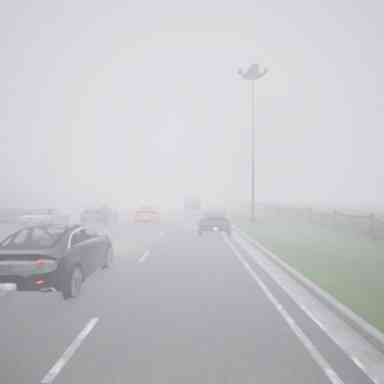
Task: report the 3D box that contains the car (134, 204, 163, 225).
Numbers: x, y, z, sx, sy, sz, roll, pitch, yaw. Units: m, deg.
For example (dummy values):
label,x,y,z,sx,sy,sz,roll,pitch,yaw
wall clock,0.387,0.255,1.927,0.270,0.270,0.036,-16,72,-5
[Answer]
label,x,y,z,sx,sy,sz,roll,pitch,yaw
car,-3.405,1.718,26.773,1.882,1.535,5.008,0,-1,0

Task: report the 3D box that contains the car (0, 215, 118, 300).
label,x,y,z,sx,sy,sz,roll,pitch,yaw
car,-3.403,1.569,8.599,2.128,1.511,4.902,0,-1,0

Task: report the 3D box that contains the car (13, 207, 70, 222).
label,x,y,z,sx,sy,sz,roll,pitch,yaw
car,-10.405,1.814,23.793,1.895,1.301,4.718,0,-1,0

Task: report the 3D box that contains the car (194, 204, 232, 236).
label,x,y,z,sx,sy,sz,roll,pitch,yaw
car,1.220,1.681,19.605,1.837,1.490,4.892,0,-1,0

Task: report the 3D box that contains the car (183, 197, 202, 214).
label,x,y,z,sx,sy,sz,roll,pitch,yaw
car,0.015,1.597,41.776,2.150,2.045,5.566,0,0,0

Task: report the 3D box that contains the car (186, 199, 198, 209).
label,x,y,z,sx,sy,sz,roll,pitch,yaw
car,-0.009,1.993,54.539,1.837,1.490,4.892,0,-1,0

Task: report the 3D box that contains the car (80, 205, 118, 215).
label,x,y,z,sx,sy,sz,roll,pitch,yaw
car,-6.904,1.716,25.077,2.128,1.511,4.902,0,-1,0

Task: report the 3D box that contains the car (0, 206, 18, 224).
label,x,y,z,sx,sy,sz,roll,pitch,yaw
car,-13.905,1.795,25.775,1.994,1.385,4.181,0,-1,0
